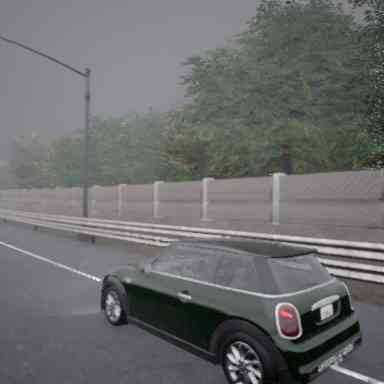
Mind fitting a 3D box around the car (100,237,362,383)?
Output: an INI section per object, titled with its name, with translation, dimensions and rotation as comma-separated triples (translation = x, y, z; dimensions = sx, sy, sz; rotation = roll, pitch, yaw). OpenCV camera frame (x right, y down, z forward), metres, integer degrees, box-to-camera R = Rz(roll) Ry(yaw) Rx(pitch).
[car]
translation = 0.252, 1.563, 5.741
dimensions = 2.097, 1.767, 4.553
rotation = 2, -3, -43
